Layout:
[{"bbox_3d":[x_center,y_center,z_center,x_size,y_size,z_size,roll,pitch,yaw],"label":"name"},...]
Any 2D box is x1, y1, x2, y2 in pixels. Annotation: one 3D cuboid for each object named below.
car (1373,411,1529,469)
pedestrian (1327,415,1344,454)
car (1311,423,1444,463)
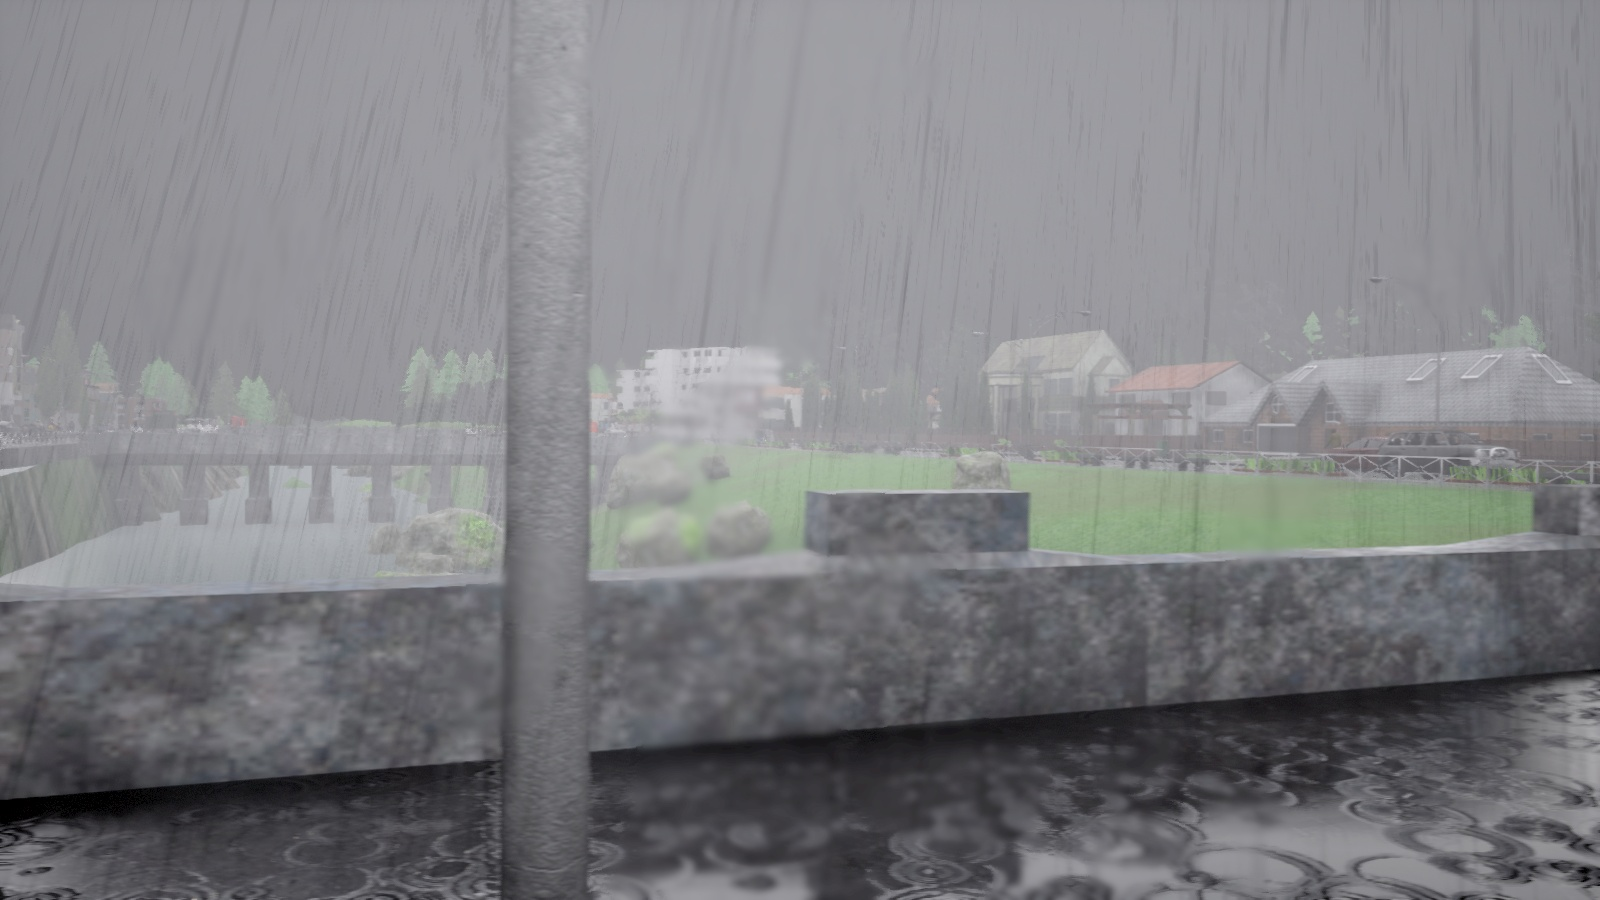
[{"bbox_3d":[22.187,-0.322,43.012,1.932,1.855,4.605,-1,0,-21],"label":"car"},{"bbox_3d":[25.117,-0.722,58.898,0.370,1.835,0.726,-1,1,-12],"label":"pedestrian"},{"bbox_3d":[23.393,-0.309,51.109,1.882,1.535,5.008,-1,1,-21],"label":"car"}]
